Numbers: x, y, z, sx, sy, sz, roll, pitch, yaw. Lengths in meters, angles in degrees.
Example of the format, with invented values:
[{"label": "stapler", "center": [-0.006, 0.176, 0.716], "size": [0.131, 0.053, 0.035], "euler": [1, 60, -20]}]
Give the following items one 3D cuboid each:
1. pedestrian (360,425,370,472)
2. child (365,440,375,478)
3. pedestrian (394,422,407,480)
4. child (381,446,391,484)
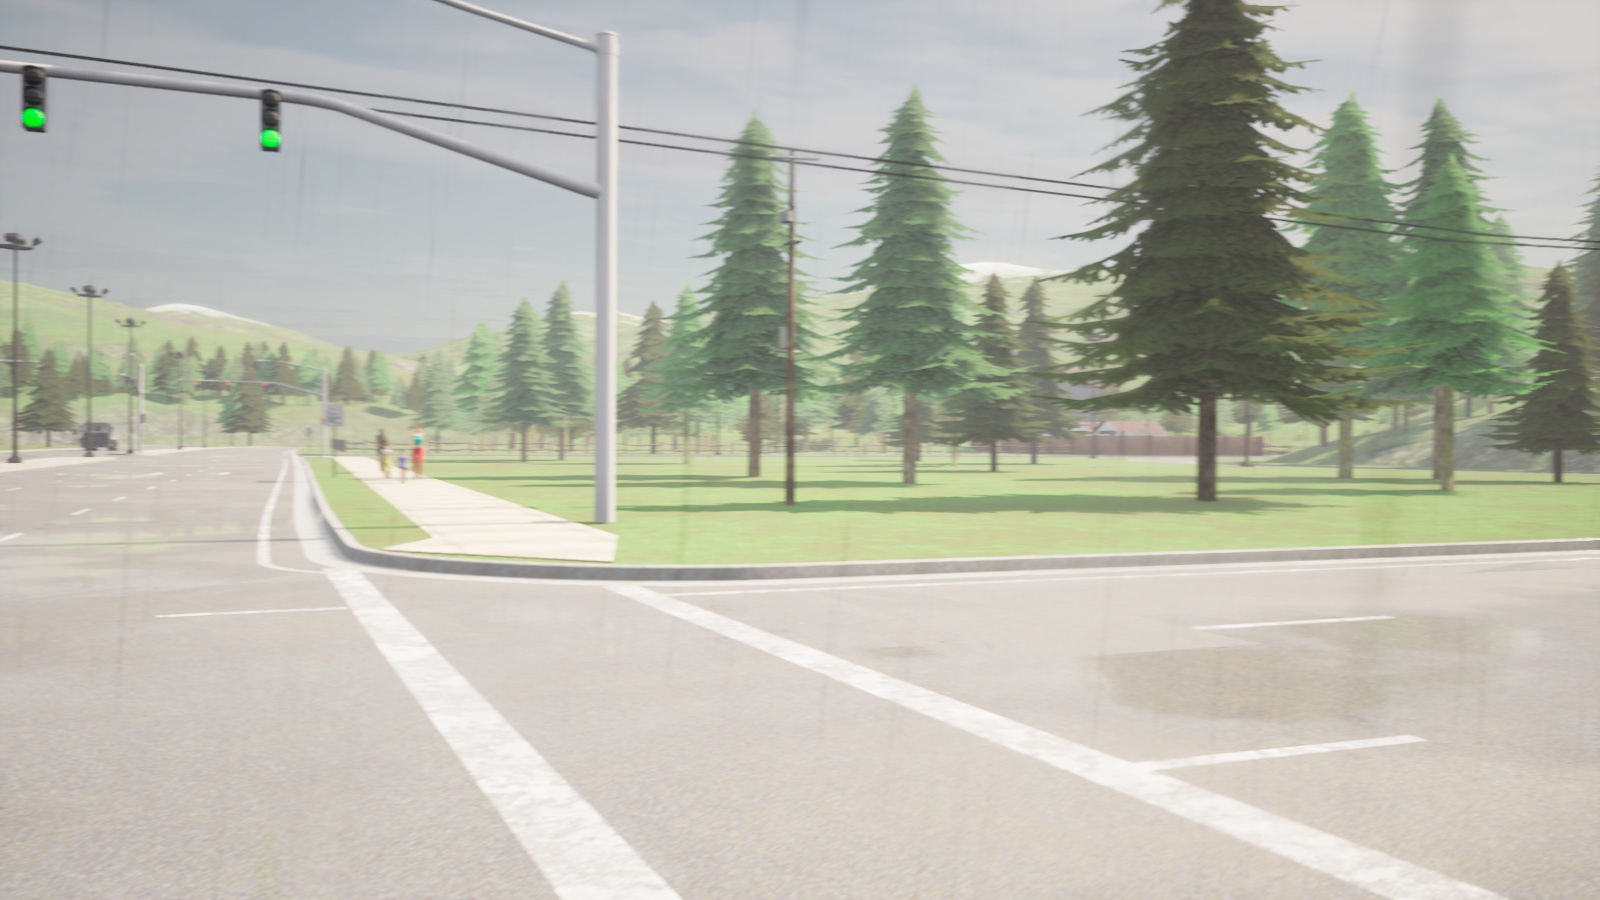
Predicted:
[{"label": "pedestrian", "center": [-17.046, -0.049, 49.249], "size": [0.331, 1.846, 0.634], "euler": [0, 0, -22]}, {"label": "child", "center": [-14.265, 0.299, 41.636], "size": [0.270, 1.263, 0.437], "euler": [0, 0, -22]}, {"label": "pedestrian", "center": [-12.812, 0.038, 40.304], "size": [0.345, 1.836, 0.594], "euler": [0, 0, -23]}, {"label": "child", "center": [-12.344, 0.440, 37.401], "size": [0.255, 1.110, 0.394], "euler": [0, 0, -22]}]
